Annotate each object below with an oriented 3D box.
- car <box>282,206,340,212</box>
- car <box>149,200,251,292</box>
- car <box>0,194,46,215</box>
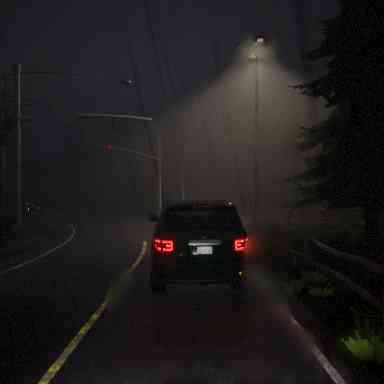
[{"bbox_3d":[10.708,1.631,30.203,4.718,1.301,1.895,0,0,0],"label":"car"},{"bbox_3d":[0.010,1.222,9.126,2.150,2.045,5.566,0,0,-5],"label":"car"},{"bbox_3d":[-17.568,1.225,34.202,5.566,2.045,2.150,0,0,30],"label":"car"}]
